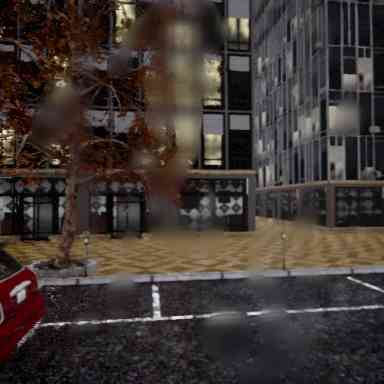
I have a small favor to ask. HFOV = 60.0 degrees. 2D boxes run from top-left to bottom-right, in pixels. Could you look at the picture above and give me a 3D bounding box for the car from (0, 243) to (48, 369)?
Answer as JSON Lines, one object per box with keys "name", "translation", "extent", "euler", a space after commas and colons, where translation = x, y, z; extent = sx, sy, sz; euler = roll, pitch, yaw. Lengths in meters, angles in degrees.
{"name": "car", "translation": [-4.530, 1.513, 4.471], "extent": [4.553, 1.767, 2.097], "euler": [0, -1, -7]}
